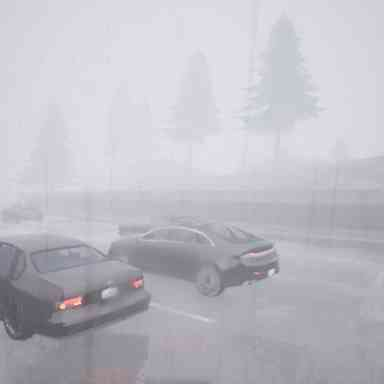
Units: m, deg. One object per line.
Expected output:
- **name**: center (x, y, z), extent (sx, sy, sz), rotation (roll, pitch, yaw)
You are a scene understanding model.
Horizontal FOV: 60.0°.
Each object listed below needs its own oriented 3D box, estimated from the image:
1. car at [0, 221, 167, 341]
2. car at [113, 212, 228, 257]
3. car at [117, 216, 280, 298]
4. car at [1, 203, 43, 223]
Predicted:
- **car**: center (-3.200, 1.561, 6.568), extent (5.357, 1.411, 2.033), rotation (0, 0, 39)
- **car**: center (-1.025, 1.636, 13.841), extent (4.718, 1.301, 1.895), rotation (0, 0, 39)
- **car**: center (-0.195, 1.516, 8.674), extent (4.902, 1.511, 2.128), rotation (0, 0, 38)
- **car**: center (-12.769, 1.538, 24.950), extent (2.128, 1.511, 4.902), rotation (0, 0, -43)
